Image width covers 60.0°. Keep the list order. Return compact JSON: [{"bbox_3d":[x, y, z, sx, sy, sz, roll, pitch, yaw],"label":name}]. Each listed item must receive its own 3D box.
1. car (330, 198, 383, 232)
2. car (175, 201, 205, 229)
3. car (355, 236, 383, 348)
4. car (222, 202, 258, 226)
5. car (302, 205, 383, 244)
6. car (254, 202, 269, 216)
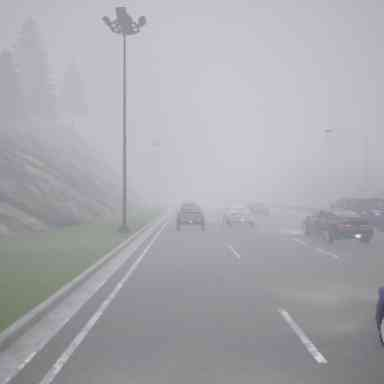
[{"bbox_3d":[10.412,1.364,21.406,2.150,2.045,5.566,0,0,-1],"label":"car"},{"bbox_3d":[-0.107,1.643,22.849,2.128,1.511,4.902,0,0,-1],"label":"car"},{"bbox_3d":[3.592,1.497,2.812,1.882,1.535,5.008,0,0,0],"label":"car"},{"bbox_3d":[3.356,1.690,24.677,1.812,1.442,4.674,0,0,-1],"label":"car"},{"bbox_3d":[6.969,1.614,16.423,1.837,1.490,4.892,0,0,-1],"label":"car"},{"bbox_3d":[6.742,1.780,35.134,2.033,1.411,5.357,0,0,-1],"label":"car"}]
